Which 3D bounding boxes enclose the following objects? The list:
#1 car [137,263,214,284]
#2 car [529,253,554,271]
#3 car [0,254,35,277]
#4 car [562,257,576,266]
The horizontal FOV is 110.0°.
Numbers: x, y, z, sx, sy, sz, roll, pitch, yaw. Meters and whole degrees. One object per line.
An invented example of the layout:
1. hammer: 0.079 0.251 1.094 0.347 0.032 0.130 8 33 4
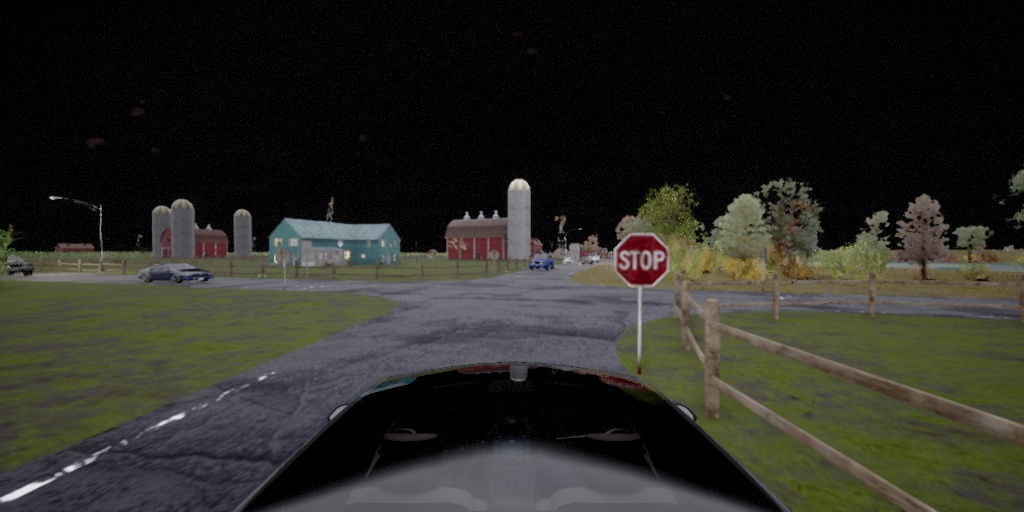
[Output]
1. car: -23.720 1.181 25.247 5.357 1.411 2.033 0 1 18
2. car: 3.677 0.709 43.630 2.150 2.045 5.566 0 0 17
3. car: -46.021 0.857 32.342 5.566 2.045 2.150 0 1 18
4. car: 10.071 0.904 62.836 1.812 1.442 4.674 0 0 19
